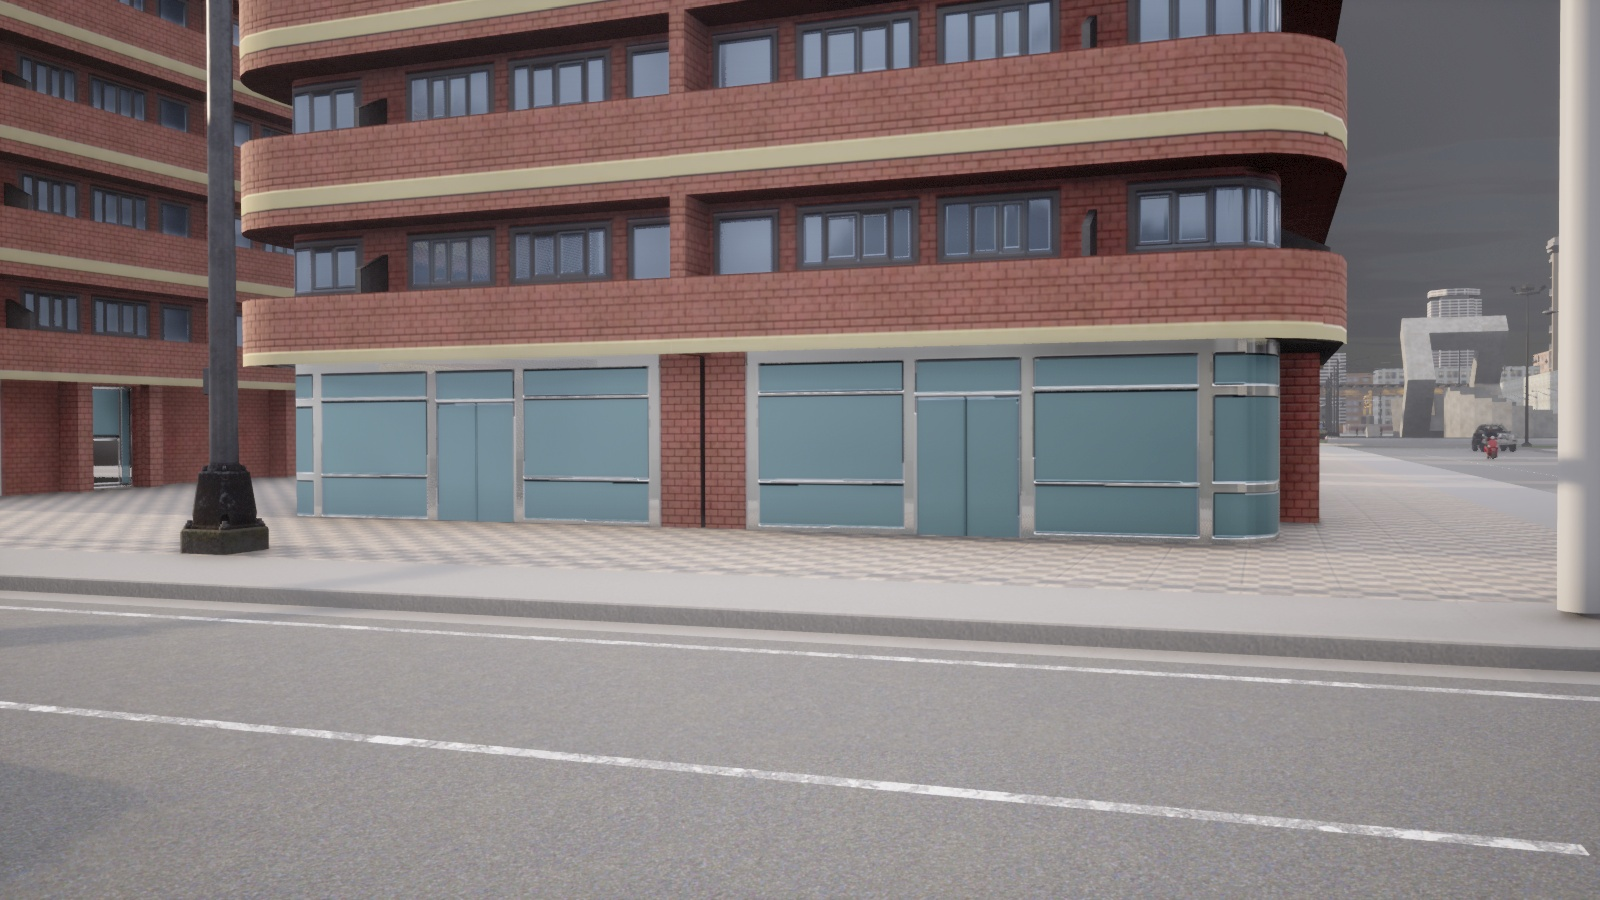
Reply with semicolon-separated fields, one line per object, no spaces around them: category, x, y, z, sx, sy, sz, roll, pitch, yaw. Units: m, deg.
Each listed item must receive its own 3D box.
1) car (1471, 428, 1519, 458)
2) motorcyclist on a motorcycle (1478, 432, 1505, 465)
car;44.221;-0.472;80.008;1.932;1.855;4.605;1;1;19
motorcyclist on a motorcycle;33.624;-0.072;61.077;0.866;1.590;1.817;1;1;20
